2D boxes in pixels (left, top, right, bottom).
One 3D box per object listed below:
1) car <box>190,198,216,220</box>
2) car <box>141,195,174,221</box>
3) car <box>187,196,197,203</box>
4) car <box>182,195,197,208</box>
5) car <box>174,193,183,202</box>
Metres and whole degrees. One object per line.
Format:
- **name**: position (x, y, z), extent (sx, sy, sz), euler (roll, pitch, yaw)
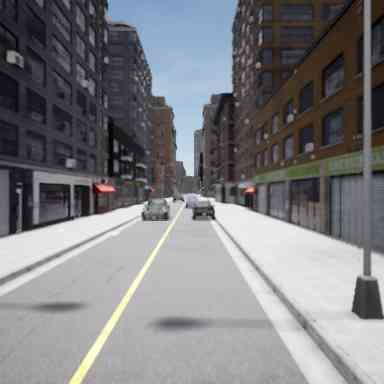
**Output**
- **car**: position (0.950, 1.486, 28.117), extent (1.837, 1.490, 4.892), euler (0, 0, 0)
- **car**: position (-2.853, 1.333, 27.216), extent (2.097, 1.767, 4.553), euler (0, 0, 0)
- **car**: position (-0.015, 1.475, 66.806), extent (1.994, 1.385, 4.181), euler (0, 0, 0)
- **car**: position (-0.004, 1.496, 47.107), extent (2.033, 1.411, 5.357), euler (0, 0, 0)
- **car**: position (-2.765, 1.125, 68.383), extent (2.150, 2.045, 5.566), euler (0, 0, 0)
